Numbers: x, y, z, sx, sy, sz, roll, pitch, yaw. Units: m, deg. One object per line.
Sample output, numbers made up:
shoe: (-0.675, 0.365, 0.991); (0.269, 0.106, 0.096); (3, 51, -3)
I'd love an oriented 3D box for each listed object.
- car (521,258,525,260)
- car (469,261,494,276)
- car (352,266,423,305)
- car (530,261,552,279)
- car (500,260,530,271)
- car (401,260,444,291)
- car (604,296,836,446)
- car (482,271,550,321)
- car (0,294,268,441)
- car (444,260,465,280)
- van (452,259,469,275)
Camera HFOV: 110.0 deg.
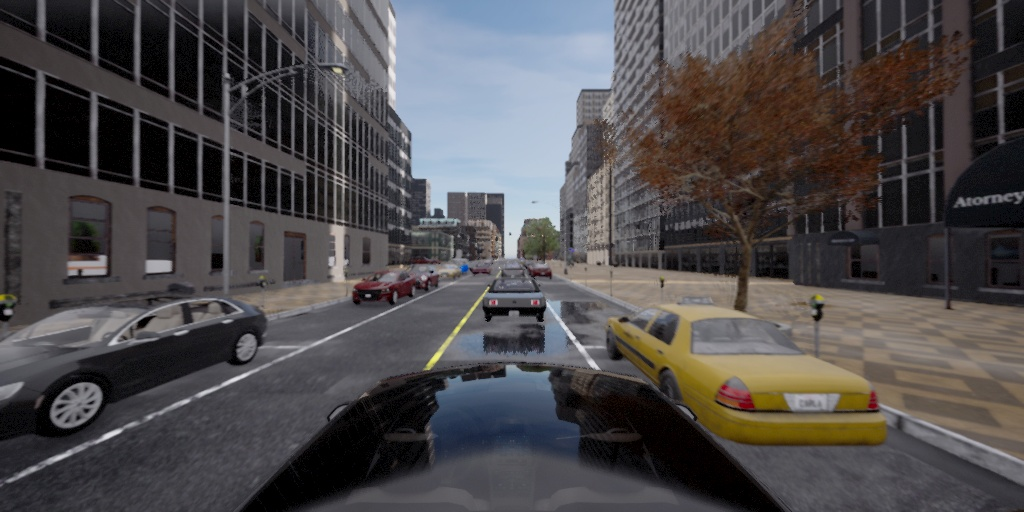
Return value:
car: (2.657, 1.456, 55.218); (1.948, 1.339, 4.313); (0, 0, 0)
car: (-3.121, 1.446, 37.987); (1.895, 1.301, 4.718); (0, 0, 0)
car: (-5.699, 1.334, 16.438); (1.888, 1.381, 4.507); (0, 0, 0)
car: (2.670, 1.377, 33.061); (1.888, 1.381, 4.507); (0, 0, 0)
car: (0.069, 1.314, 29.265); (2.128, 1.511, 4.902); (0, 0, 0)
car: (-5.703, 1.243, 21.978); (1.967, 1.591, 4.097); (0, 0, 0)
car: (2.688, 1.285, 5.535); (1.751, 1.417, 4.829); (0, 0, 0)
car: (0.076, 1.379, 12.571); (1.895, 1.301, 4.718); (0, 0, 0)
car: (-5.692, 1.310, 5.359); (2.007, 1.370, 4.403); (0, 0, 0)
car: (-5.710, 1.358, 32.886); (1.751, 1.417, 4.829); (0, 0, 0)
van: (-5.713, 1.188, 38.595); (1.690, 1.789, 3.998); (0, 0, 0)
